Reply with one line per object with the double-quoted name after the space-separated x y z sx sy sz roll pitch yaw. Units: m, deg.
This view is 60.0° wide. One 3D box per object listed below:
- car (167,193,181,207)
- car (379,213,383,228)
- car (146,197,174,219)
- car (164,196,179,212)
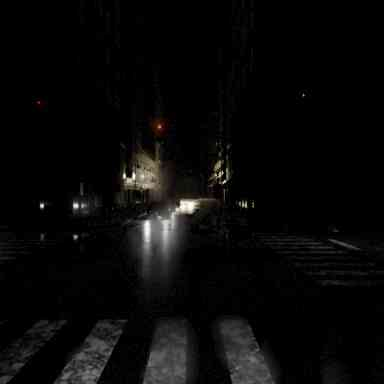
-2.877 1.197 49.559 2.150 2.045 5.566 0 0 0 "car"
12.337 1.282 16.900 5.009 1.841 2.192 0 0 0 "car"
-2.867 1.497 29.293 1.837 1.490 4.892 0 0 0 "car"
-2.866 1.511 39.159 1.812 1.442 4.674 0 0 0 "car"
